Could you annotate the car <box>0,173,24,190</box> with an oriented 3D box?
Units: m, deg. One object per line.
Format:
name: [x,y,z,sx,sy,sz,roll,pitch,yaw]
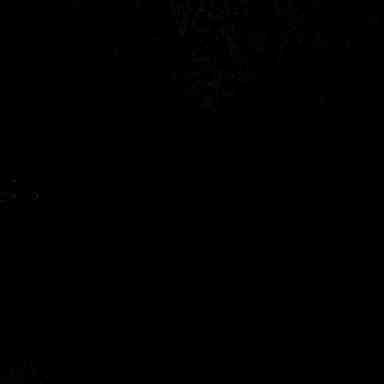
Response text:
car: [-22.657,-1.357,42.199,2.150,2.045,5.566,2,4,-44]
